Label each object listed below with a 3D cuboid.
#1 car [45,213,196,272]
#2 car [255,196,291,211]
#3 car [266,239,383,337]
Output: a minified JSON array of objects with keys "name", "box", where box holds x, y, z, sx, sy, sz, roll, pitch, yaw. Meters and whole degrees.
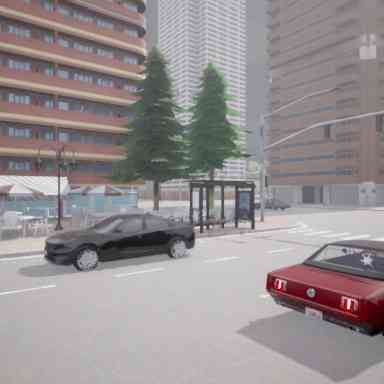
[{"name":"car","box":[-2.177,1.477,11.030,5.008,1.535,1.882,0,0,-36]},{"name":"car","box":[10.083,1.603,42.661,2.033,1.411,5.357,0,0,-36]},{"name":"car","box":[3.697,1.601,6.444,4.718,1.301,1.895,0,0,-36]}]
